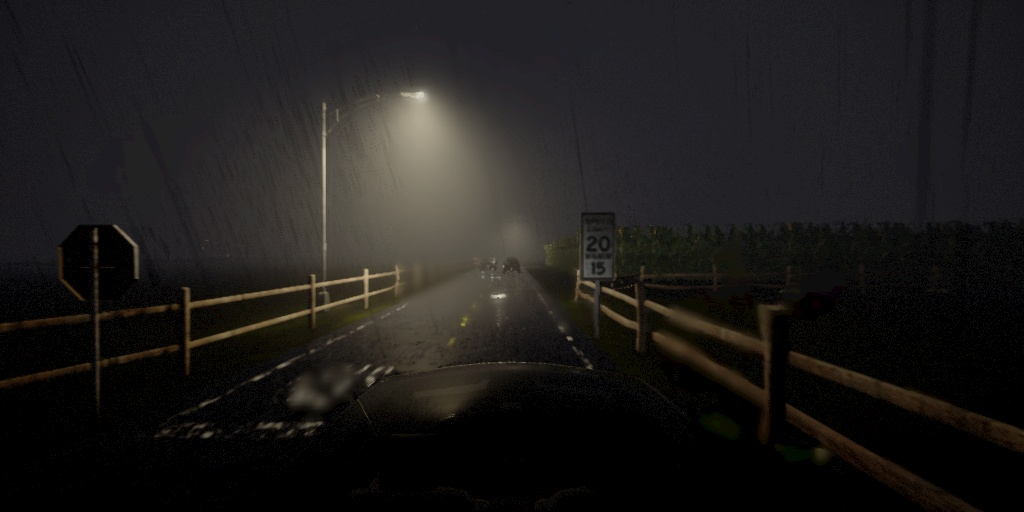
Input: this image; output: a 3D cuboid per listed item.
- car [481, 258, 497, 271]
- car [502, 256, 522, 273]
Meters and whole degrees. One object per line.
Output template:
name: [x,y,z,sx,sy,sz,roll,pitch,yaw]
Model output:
car: [-2.786,1.005,44.282,2.128,1.511,4.902,0,0,0]
car: [-0.031,1.048,39.335,1.837,1.490,4.892,0,1,0]
